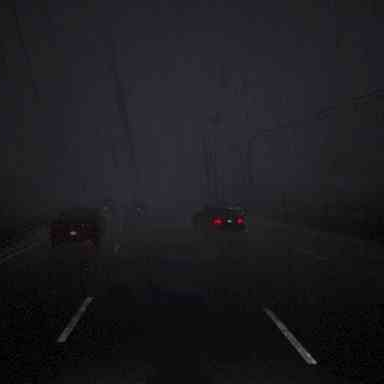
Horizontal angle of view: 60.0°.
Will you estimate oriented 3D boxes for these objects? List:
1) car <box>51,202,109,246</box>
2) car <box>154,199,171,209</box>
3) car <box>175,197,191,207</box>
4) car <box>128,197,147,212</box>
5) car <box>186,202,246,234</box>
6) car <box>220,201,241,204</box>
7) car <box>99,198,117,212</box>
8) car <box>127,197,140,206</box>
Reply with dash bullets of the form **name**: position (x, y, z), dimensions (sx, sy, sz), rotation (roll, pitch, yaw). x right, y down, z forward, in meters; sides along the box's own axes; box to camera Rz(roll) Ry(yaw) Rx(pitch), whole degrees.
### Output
- **car**: position (-5.117, 1.464, 15.422), dimensions (1.882, 1.535, 5.008), rotation (0, 0, -11)
- **car**: position (-4.023, 1.561, 44.922), dimensions (1.895, 1.301, 4.718), rotation (0, 0, -12)
- **car**: position (-1.250, 1.483, 48.790), dimensions (1.812, 1.442, 4.674), rotation (0, 0, -12)
- **car**: position (-6.422, 1.566, 39.267), dimensions (1.895, 1.301, 4.718), rotation (0, 0, -12)
- **car**: position (1.358, 1.530, 19.278), dimensions (2.033, 1.411, 5.357), rotation (0, 0, -12)
- **car**: position (3.041, 1.465, 28.063), dimensions (2.128, 1.511, 4.902), rotation (0, 0, -12)
- **car**: position (-9.740, 1.470, 38.029), dimensions (1.837, 1.490, 4.892), rotation (0, 0, -12)
- **car**: position (-9.743, 1.552, 55.284), dimensions (1.895, 1.301, 4.718), rotation (0, 0, -12)
